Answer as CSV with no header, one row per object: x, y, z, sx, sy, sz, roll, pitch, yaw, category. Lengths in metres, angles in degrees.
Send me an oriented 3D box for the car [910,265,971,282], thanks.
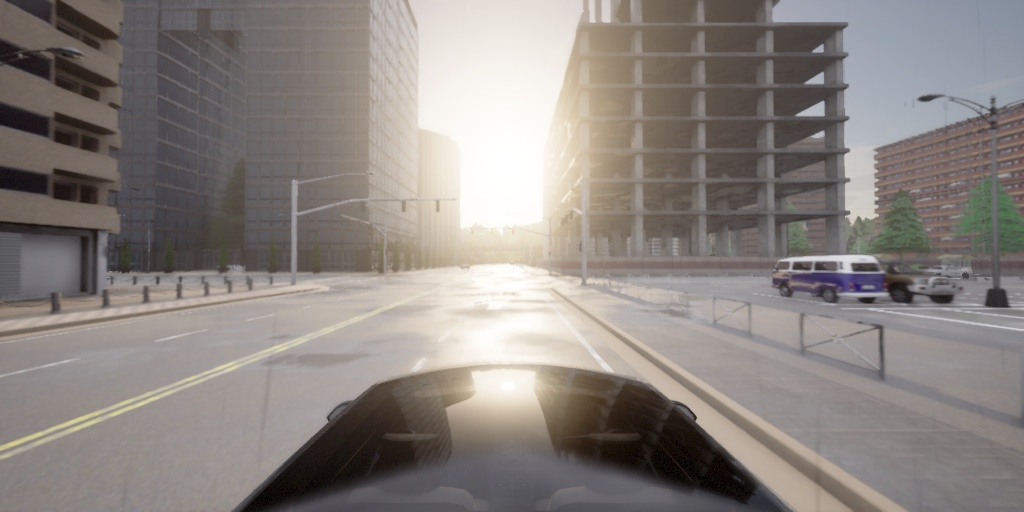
46.712,1.730,38.826,4.674,1.442,1.812,0,-1,0,car
